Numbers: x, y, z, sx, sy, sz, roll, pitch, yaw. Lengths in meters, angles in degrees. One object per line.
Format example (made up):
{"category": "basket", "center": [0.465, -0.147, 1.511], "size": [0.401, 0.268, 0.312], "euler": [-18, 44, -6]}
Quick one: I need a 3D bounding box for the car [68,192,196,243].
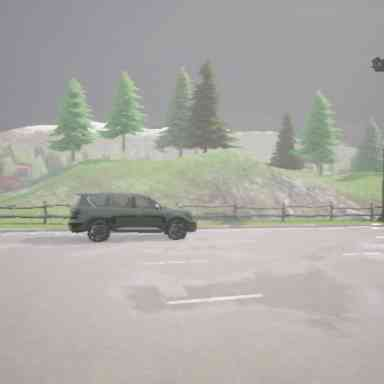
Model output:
{"category": "car", "center": [-2.607, 1.055, 14.924], "size": [5.566, 2.045, 2.150], "euler": [1, 0, -17]}
